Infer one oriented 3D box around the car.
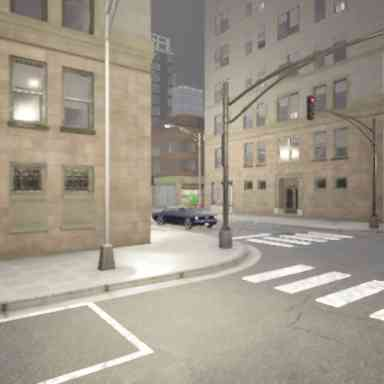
[{"bbox_3d":[-0.490,1.541,20.772,1.895,1.301,4.718,0,0,-38],"label":"car"}]
